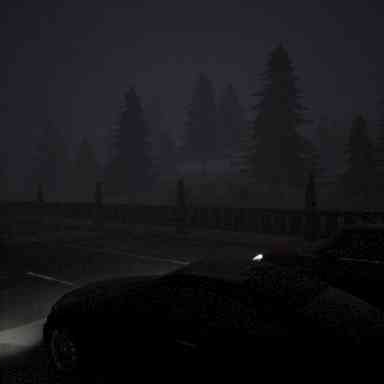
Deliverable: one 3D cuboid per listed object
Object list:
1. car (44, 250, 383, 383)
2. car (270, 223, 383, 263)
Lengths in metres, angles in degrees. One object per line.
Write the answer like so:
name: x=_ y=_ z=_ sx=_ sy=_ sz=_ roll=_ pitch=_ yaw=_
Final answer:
car: x=0.231 y=1.526 z=3.828 sx=4.674 sy=1.442 sz=1.812 roll=0 pitch=0 yaw=36
car: x=3.201 y=1.353 z=6.010 sx=4.553 sy=1.767 sz=2.097 roll=0 pitch=0 yaw=36
